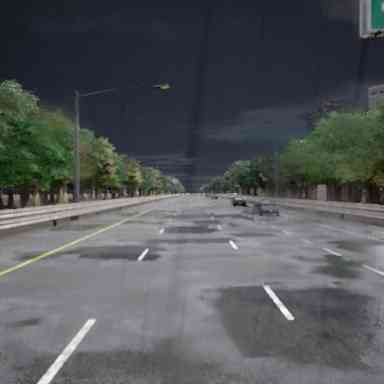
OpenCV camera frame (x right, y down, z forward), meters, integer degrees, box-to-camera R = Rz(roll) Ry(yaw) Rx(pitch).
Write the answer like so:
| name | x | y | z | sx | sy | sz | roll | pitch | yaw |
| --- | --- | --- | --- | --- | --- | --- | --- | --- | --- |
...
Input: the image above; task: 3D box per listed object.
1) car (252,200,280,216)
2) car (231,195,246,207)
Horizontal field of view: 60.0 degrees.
| name | x | y | z | sx | sy | sz | roll | pitch | yaw |
| --- | --- | --- | --- | --- | --- | --- | --- | --- | --- |
| car | 7.013 | 1.498 | 31.937 | 2.128 | 1.511 | 4.902 | 0 | 0 | 0 |
| car | 7.022 | 1.506 | 50.735 | 1.882 | 1.535 | 5.008 | 0 | 0 | 0 |
